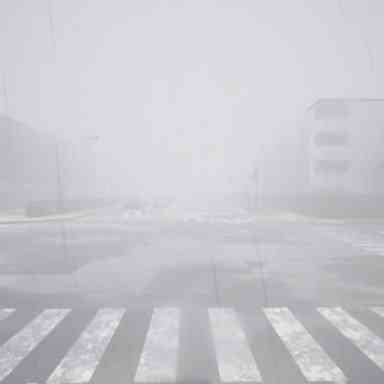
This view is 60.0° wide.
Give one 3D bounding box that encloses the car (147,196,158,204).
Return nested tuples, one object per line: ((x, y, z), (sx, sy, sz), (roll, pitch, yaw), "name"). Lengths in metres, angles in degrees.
((-7.929, 1.510, 66.578), (2.128, 1.511, 4.902), (0, 0, -8), "car")

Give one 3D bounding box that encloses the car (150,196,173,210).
((-3.840, 1.537, 42.677), (1.812, 1.442, 4.674), (0, 0, 0), "car")

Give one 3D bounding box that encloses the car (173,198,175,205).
((-4.050, 1.507, 58.984), (2.128, 1.511, 4.902), (0, 0, -1), "car")

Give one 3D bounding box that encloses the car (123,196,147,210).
((-7.330, 1.363, 42.253), (2.097, 1.767, 4.553), (0, 0, 0), "car")

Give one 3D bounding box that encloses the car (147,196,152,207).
((-7.322, 1.539, 50.959), (1.812, 1.442, 4.674), (0, 0, -1), "car")
